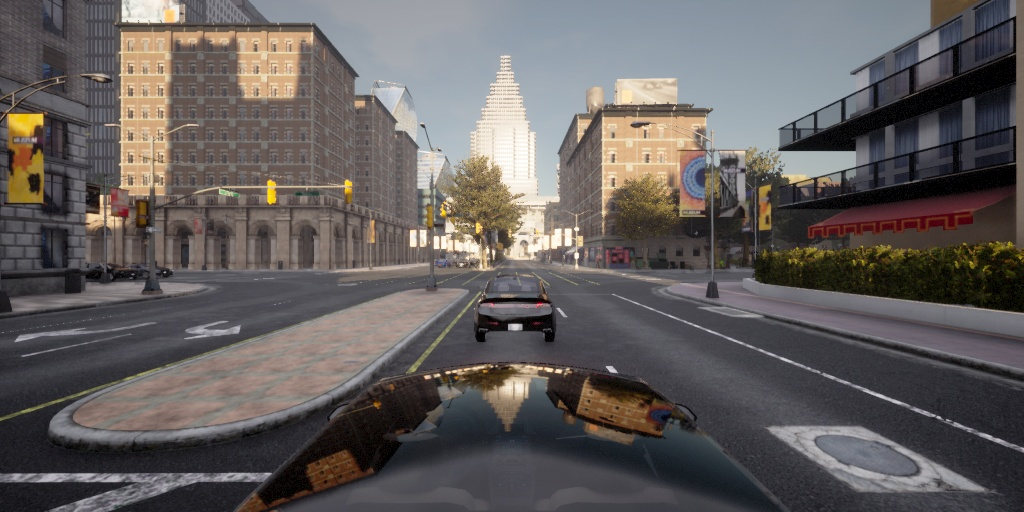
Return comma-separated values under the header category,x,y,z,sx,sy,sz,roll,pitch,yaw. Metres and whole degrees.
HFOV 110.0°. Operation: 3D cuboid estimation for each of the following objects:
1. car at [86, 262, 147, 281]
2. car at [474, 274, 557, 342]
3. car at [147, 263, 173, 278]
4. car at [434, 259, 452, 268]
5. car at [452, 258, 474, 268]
category,x,y,z,sx,sy,sz,roll,pitch,yaw
car,-33.348,1.228,29.178,5.008,1.535,1.882,0,0,0
car,0.079,1.242,9.756,2.128,1.511,4.902,0,0,0
car,-33.636,1.314,32.670,4.181,1.385,1.994,0,0,-1
car,-11.554,1.227,59.987,1.882,1.535,5.008,0,0,0
car,-8.058,1.241,59.573,2.128,1.511,4.902,0,0,0
